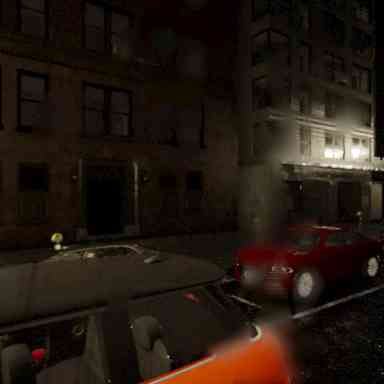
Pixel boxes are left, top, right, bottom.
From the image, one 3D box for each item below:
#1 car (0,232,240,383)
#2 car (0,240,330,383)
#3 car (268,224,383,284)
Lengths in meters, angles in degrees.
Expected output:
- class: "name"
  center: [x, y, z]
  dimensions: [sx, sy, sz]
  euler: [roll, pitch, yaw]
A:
- class: "car"
  center: [-1.587, 1.547, 5.057]
  dimensions: [4.403, 1.369, 2.008]
  euler: [0, 0, -36]
- class: "car"
  center: [-1.444, 1.352, 2.036]
  dimensions: [4.553, 1.767, 2.097]
  euler: [0, 0, -35]
- class: "car"
  center: [3.038, 1.526, 8.356]
  dimensions: [4.507, 1.381, 1.887]
  euler: [0, 0, -36]
